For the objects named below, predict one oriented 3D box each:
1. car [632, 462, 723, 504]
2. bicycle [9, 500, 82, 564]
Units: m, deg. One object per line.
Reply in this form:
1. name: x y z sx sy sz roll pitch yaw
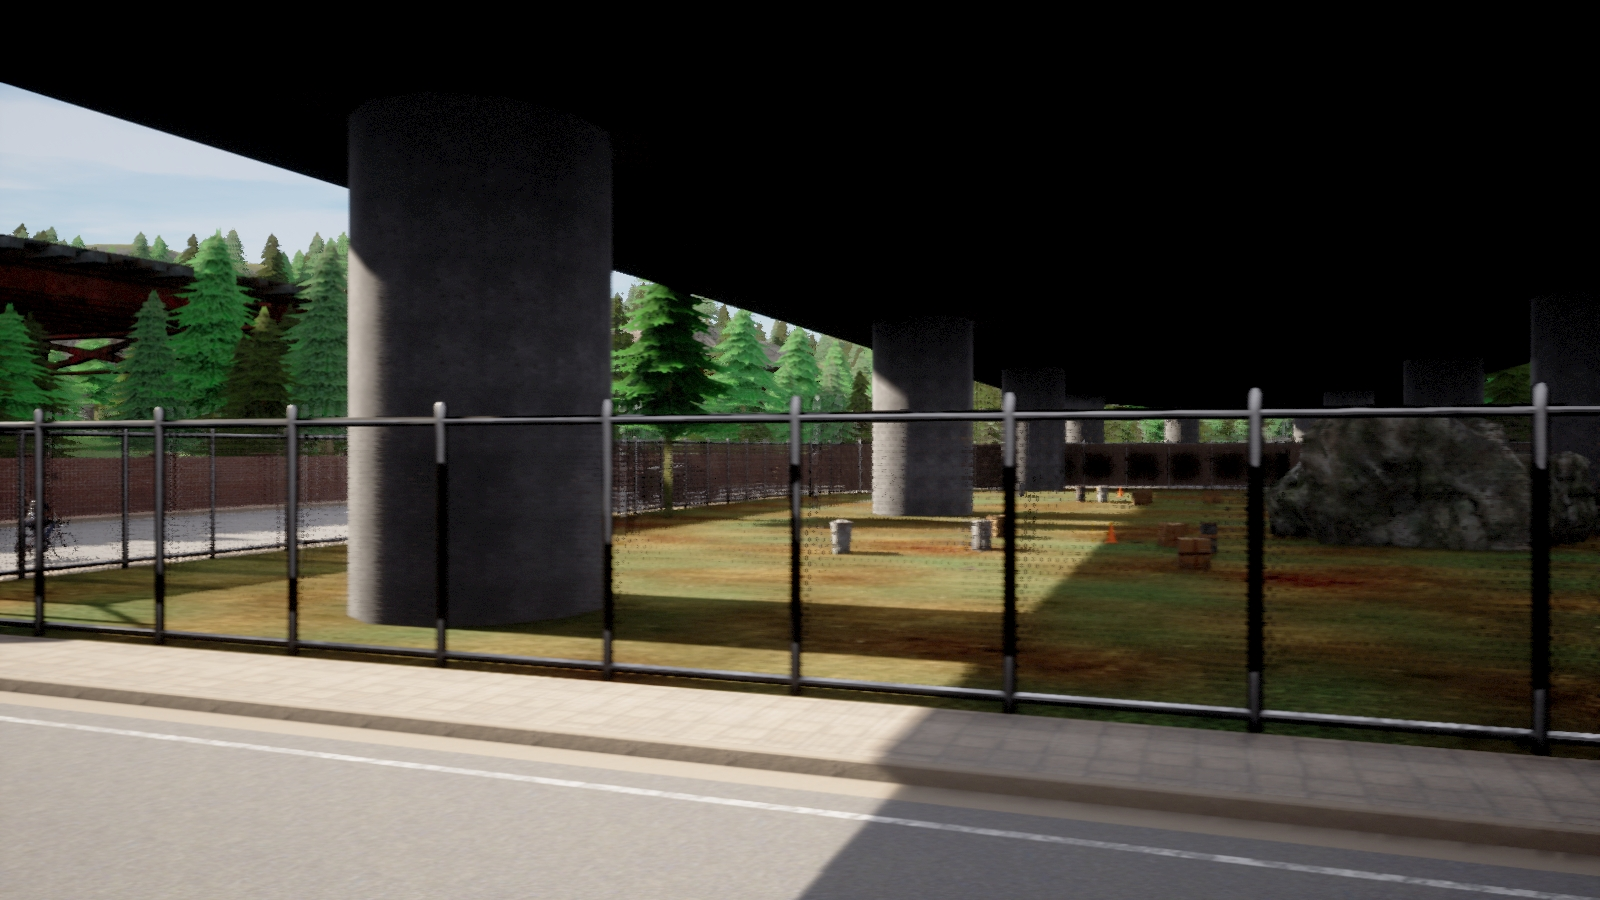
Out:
1. car: -6.595 1.755 62.404 2.390 2.098 6.274 0 0 21
2. bicycle: -19.116 2.057 28.979 0.373 1.496 1.643 0 0 20
